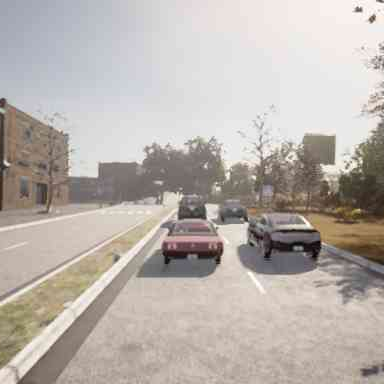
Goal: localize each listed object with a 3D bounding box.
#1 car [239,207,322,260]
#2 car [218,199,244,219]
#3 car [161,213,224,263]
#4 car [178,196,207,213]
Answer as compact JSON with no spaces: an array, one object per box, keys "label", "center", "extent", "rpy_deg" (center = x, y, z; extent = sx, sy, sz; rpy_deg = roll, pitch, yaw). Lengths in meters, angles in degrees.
[{"label":"car","center":[3.292,1.534,12.665],"extent":[2.128,1.511,4.902],"rpy_deg":[0,0,0]},{"label":"car","center":[3.288,1.443,27.630],"extent":[2.097,1.767,4.553],"rpy_deg":[0,0,0]},{"label":"car","center":[0.036,1.641,12.034],"extent":[1.895,1.301,4.718],"rpy_deg":[0,0,0]},{"label":"car","center":[0.028,1.311,26.509],"extent":[2.150,2.045,5.566],"rpy_deg":[0,0,0]}]
